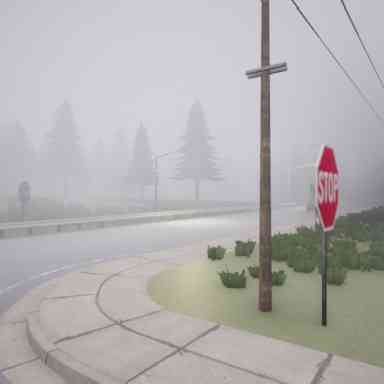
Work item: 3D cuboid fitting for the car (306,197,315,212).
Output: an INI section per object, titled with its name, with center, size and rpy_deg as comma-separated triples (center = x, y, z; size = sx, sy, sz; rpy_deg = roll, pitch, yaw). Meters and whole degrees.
[car]
center = 14.392, 1.350, 37.201
size = 2.097, 1.767, 4.553
rpy_deg = 0, 0, 37
